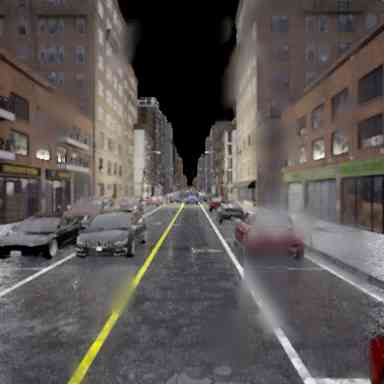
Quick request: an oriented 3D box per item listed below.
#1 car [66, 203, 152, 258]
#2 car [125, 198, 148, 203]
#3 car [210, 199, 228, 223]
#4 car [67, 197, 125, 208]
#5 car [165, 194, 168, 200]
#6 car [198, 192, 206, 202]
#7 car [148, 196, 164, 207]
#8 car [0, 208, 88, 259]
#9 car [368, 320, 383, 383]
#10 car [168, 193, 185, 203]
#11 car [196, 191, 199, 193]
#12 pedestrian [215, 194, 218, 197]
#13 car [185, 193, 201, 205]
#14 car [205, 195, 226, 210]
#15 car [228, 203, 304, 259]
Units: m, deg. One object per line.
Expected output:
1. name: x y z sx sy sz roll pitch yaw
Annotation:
1. car: -2.849 1.435 12.606 1.837 1.490 4.892 0 2 0
2. car: -5.386 1.289 29.392 1.967 1.590 4.097 0 0 0
3. car: 2.638 1.429 23.714 2.008 1.369 4.403 0 0 0
4. car: -5.387 1.222 18.028 2.192 1.841 5.009 0 0 0
5. car: -5.385 1.281 52.119 2.008 1.369 4.403 0 0 0
6. car: 4.061 1.241 63.855 5.357 1.411 2.033 0 0 -21
7. car: -5.385 1.342 46.438 1.802 1.307 4.206 0 0 0
8. car: -5.387 1.502 12.348 1.947 1.339 4.313 0 0 0
9. car: 2.637 1.309 0.989 2.192 1.841 5.009 0 0 0
10. car: -2.751 1.265 57.653 1.994 1.385 4.181 0 0 0
11. car: 2.644 1.107 84.402 2.008 1.369 4.403 0 0 0
12. pedestrian: 2.752 1.096 38.433 0.375 1.860 0.375 0 0 -10
13. car: 0.020 1.259 51.572 1.812 1.442 4.674 0 0 0
14. car: 2.751 1.296 35.429 1.882 1.535 5.008 0 0 0
15. car: 2.638 1.376 12.351 1.967 1.590 4.097 0 0 0
